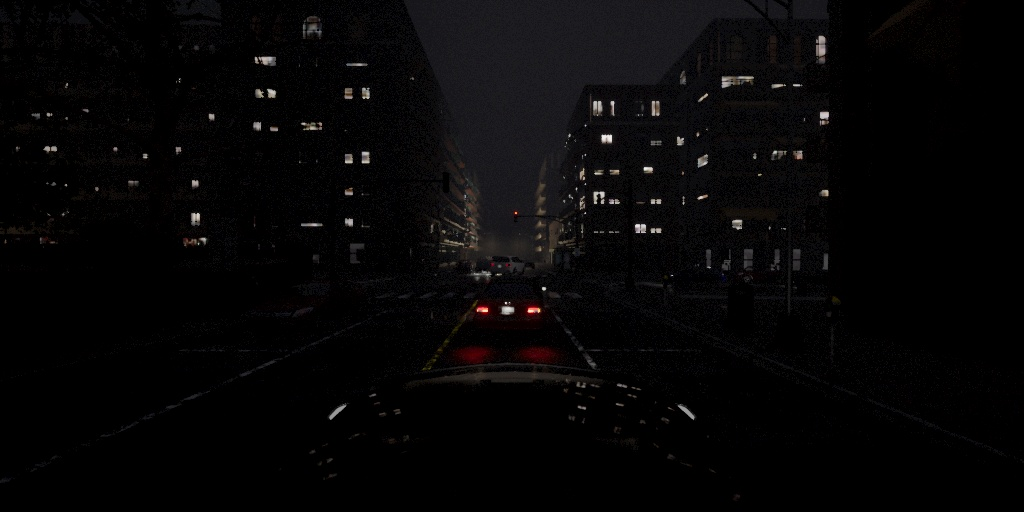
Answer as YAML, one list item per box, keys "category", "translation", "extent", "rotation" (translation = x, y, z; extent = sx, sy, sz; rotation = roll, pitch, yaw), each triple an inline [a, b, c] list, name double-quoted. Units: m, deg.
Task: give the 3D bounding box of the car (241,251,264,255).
- category: "car"
  translation: [-17.607, 0.690, 25.187]
  extent: [5.566, 2.045, 2.150]
  rotation: [2, 0, -1]

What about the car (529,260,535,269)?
- category: "car"
  translation: [2.536, 1.299, 54.320]
  extent: [2.007, 1.370, 4.403]
  rotation: [0, 0, 0]

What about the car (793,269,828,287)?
- category: "car"
  translation: [24.905, 1.810, 29.033]
  extent: [4.718, 1.301, 1.895]
  rotation: [1, 0, -1]

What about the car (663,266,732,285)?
- category: "car"
  translation: [14.598, 1.552, 28.877]
  extent: [4.674, 1.442, 1.812]
  rotation: [1, 0, -1]

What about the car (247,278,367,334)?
- category: "car"
  translation: [-5.713, 1.331, 10.613]
  extent: [1.802, 1.307, 4.207]
  rotation: [0, 0, 0]

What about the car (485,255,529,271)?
- category: "car"
  translation: [-0.378, 0.970, 34.424]
  extent: [2.150, 2.045, 5.566]
  rotation: [1, 0, 16]

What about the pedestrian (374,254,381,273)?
- category: "pedestrian"
  translation: [-12.807, 0.652, 33.995]
  extent: [0.375, 1.860, 0.375]
  rotation: [0, -1, -1]

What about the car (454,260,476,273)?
- category: "car"
  translation: [-5.810, 1.188, 43.023]
  extent: [1.967, 1.591, 4.097]
  rotation: [0, 0, 0]

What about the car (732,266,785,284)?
- category: "car"
  translation: [21.293, 1.571, 31.541]
  extent: [4.097, 1.591, 1.967]
  rotation: [0, 0, -1]

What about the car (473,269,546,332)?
- category: "car"
  translation: [0.052, 1.297, 10.826]
  extent: [2.033, 1.411, 5.357]
  rotation: [0, 0, 3]

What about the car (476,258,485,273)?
- category: "car"
  translation: [-3.191, 1.296, 43.301]
  extent: [2.033, 1.411, 5.357]
  rotation: [0, 0, 4]
